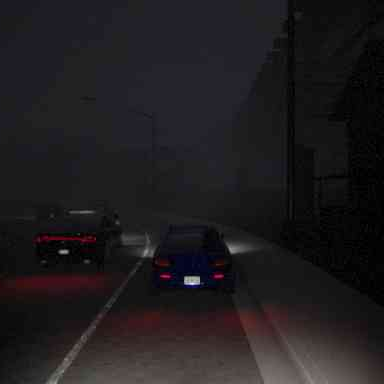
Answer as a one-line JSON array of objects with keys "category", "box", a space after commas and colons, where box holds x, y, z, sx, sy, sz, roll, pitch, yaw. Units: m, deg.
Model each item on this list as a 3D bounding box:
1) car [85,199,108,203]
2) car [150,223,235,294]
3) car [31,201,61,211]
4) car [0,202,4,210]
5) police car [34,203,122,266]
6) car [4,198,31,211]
[{"category": "car", "box": [-7.906, 1.352, 27.233, 2.097, 1.767, 4.553, 0, 0, -27]}, {"category": "car", "box": [0.003, 1.525, 8.650, 1.812, 1.442, 4.674, 0, 0, 0]}, {"category": "car", "box": [-11.453, 1.503, 26.517, 1.837, 1.490, 4.892, 1, -1, -29]}, {"category": "car", "box": [-24.720, 1.504, 38.998, 4.892, 1.490, 1.837, 0, -1, 29]}, {"category": "police car", "box": [-3.652, 1.425, 11.678, 1.930, 1.638, 5.238, 0, 0, -3]}, {"category": "car", "box": [-22.009, 1.504, 41.481, 4.892, 1.490, 1.837, 0, -1, 30]}]
